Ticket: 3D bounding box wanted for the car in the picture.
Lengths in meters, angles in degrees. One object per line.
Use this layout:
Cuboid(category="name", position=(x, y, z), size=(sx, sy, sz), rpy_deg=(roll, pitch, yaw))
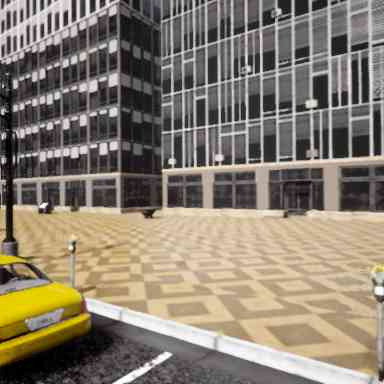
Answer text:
Cuboid(category="car", position=(-3.726, 1.606, 5.526), size=(4.829, 1.417, 1.752), rpy_deg=(-1, 0, 35))
